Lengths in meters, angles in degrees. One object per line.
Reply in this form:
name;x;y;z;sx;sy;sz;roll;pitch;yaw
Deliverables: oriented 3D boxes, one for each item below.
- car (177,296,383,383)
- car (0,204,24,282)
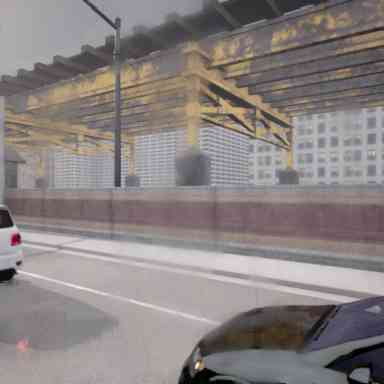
car;1.918;1.576;2.633;4.181;1.385;1.994;0;0;35
car;-6.594;1.251;8.604;5.566;2.045;2.150;0;0;36
